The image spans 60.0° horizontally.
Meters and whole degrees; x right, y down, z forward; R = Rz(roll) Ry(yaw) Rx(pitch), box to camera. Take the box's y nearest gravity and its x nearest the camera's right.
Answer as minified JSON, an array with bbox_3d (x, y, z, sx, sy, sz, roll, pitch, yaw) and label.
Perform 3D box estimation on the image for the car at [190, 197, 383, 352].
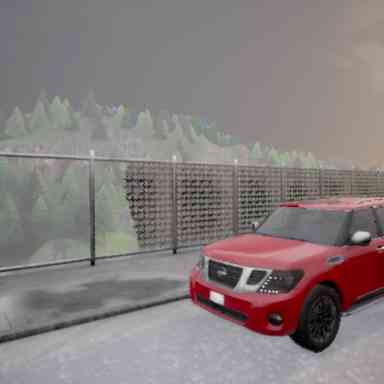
[{"bbox_3d":[2.622,1.153,6.438,5.566,2.045,2.150,-1,1,-35],"label":"car"}]
